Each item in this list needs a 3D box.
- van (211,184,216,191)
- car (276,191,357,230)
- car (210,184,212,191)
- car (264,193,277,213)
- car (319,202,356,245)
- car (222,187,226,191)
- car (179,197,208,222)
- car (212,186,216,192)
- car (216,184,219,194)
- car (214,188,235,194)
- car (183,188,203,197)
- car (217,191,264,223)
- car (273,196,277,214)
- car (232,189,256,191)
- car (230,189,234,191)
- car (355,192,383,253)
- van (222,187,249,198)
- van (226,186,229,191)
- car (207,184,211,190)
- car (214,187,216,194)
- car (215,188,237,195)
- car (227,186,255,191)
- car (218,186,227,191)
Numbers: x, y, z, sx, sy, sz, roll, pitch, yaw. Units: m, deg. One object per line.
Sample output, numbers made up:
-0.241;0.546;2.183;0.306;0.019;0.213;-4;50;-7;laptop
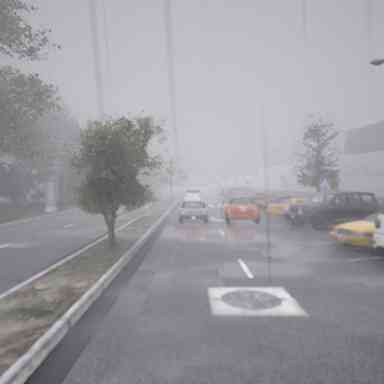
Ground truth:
7.957;-0.564;84.686;4.442;1.987;1.878;0;2;-20;van
8.046;0.988;18.926;5.566;2.045;2.435;0;2;-20;car
8.034;-0.569;87.715;4.553;1.767;2.185;0;2;-20;car
8.240;1.115;25.022;5.366;1.575;1.946;0;1;-20;car
7.897;1.333;12.877;5.366;1.575;1.946;0;1;-20;car
8.059;0.452;54.910;4.892;1.521;2.231;0;1;-20;car
0.098;1.271;22.898;1.895;1.301;4.718;0;1;0;car
7.891;-0.063;75.724;5.366;1.575;1.946;0;2;-20;car
8.093;-0.001;63.867;5.566;2.045;2.435;0;1;-20;car
8.057;-0.203;81.764;4.674;1.452;2.002;0;2;-20;car
0.098;0.506;40.522;2.150;2.045;5.566;0;2;0;car
3.098;1.035;22.271;2.097;1.767;4.553;0;1;0;car
8.073;1.219;21.951;4.674;1.452;2.002;0;2;-20;car
8.040;0.748;42.948;4.792;1.488;2.163;0;2;-20;car
8.061;0.691;45.966;4.674;1.452;2.002;0;1;-20;car
8.098;1.129;9.947;5.566;2.045;2.435;0;1;-20;car
7.959;0.092;60.825;4.442;1.987;1.878;0;2;-20;van
8.177;0.293;51.966;4.442;1.987;1.878;0;1;-20;van
7.887;-0.662;93.625;5.366;1.575;1.946;0;3;-20;car
8.035;0.054;72.799;4.792;1.488;2.163;0;2;-20;car
8.089;-0.117;78.793;4.792;1.488;2.163;0;2;-20;car
8.038;0.459;48.934;4.553;1.767;2.185;0;1;-20;car
8.043;0.133;57.872;5.566;2.045;2.435;0;2;-20;car
